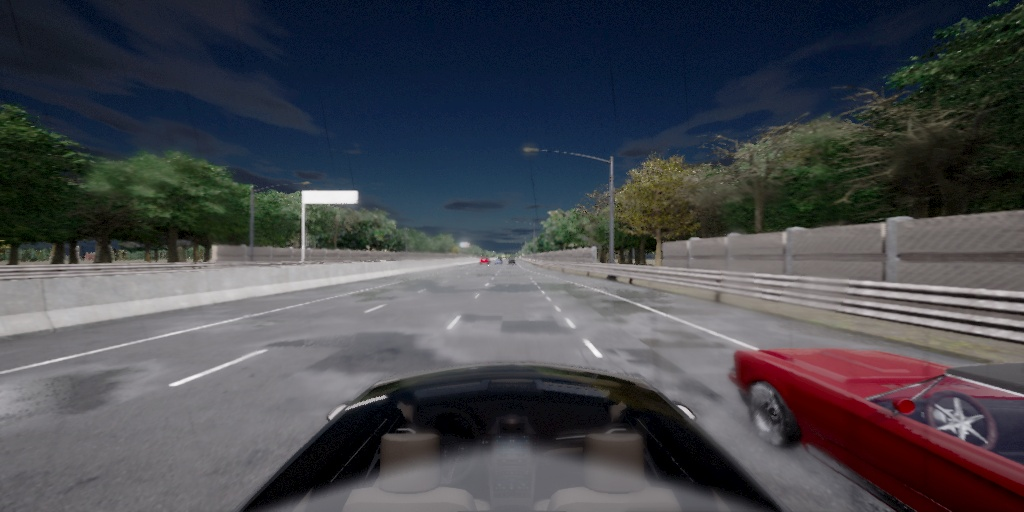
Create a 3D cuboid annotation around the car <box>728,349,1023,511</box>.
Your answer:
[{"bbox_3d":[3.597,1.352,2.273,1.895,1.301,4.718,0,0,0],"label":"car"}]
